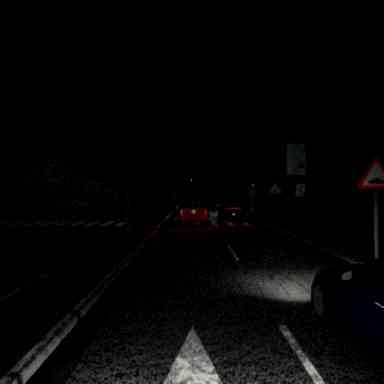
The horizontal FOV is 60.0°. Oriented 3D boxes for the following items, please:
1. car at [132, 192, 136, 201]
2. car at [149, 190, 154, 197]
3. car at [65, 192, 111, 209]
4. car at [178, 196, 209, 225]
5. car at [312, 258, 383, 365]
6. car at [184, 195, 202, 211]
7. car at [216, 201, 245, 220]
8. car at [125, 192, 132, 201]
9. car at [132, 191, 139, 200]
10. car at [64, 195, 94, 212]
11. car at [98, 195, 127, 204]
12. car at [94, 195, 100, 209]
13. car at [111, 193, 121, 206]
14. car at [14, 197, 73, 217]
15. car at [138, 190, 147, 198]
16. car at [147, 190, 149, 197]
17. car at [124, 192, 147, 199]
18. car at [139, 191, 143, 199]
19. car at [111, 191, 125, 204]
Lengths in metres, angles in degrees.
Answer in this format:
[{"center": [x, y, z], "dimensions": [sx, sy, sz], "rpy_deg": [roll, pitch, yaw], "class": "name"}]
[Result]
[{"center": [-13.813, 1.213, 63.830], "dimensions": [4.674, 1.452, 2.002], "rpy_deg": [-1, 1, -20], "class": "car"}, {"center": [-13.819, 0.533, 87.812], "dimensions": [5.566, 2.045, 2.435], "rpy_deg": [-1, 1, -20], "class": "car"}, {"center": [-13.805, 1.160, 42.823], "dimensions": [5.566, 2.045, 2.435], "rpy_deg": [-1, 0, -20], "class": "car"}, {"center": [0.105, 1.318, 23.839], "dimensions": [2.097, 1.767, 4.553], "rpy_deg": [0, 0, 0], "class": "car"}, {"center": [3.100, 1.519, 4.208], "dimensions": [1.812, 1.442, 4.674], "rpy_deg": [0, 0, 0], "class": "car"}, {"center": [0.107, 1.282, 40.413], "dimensions": [2.097, 1.767, 4.553], "rpy_deg": [0, 0, 0], "class": "car"}, {"center": [3.105, 1.452, 27.267], "dimensions": [2.128, 1.511, 4.902], "rpy_deg": [0, 0, 0], "class": "car"}, {"center": [-13.845, 1.095, 60.817], "dimensions": [4.553, 1.767, 2.185], "rpy_deg": [-1, 1, -20], "class": "car"}, {"center": [-13.801, 1.122, 66.829], "dimensions": [5.008, 1.535, 2.097], "rpy_deg": [-1, 1, -20], "class": "car"}, {"center": [-14.005, 1.433, 36.732], "dimensions": [5.366, 1.575, 1.946], "rpy_deg": [-1, 0, -20], "class": "car"}, {"center": [-13.818, 1.307, 57.831], "dimensions": [4.674, 1.452, 2.002], "rpy_deg": [-1, 0, -20], "class": "car"}, {"center": [-13.835, 1.463, 39.805], "dimensions": [4.674, 1.452, 2.002], "rpy_deg": [-1, 0, -20], "class": "car"}, {"center": [-13.651, 1.360, 48.879], "dimensions": [5.366, 1.575, 1.946], "rpy_deg": [-1, 0, -20], "class": "car"}, {"center": [-13.812, 1.475, 30.809], "dimensions": [4.792, 1.488, 2.163], "rpy_deg": [-1, 0, -20], "class": "car"}, {"center": [-13.780, 0.715, 75.844], "dimensions": [5.566, 2.045, 2.435], "rpy_deg": [-1, 1, -20], "class": "car"}, {"center": [-13.624, 0.910, 78.899], "dimensions": [5.366, 1.575, 1.946], "rpy_deg": [-1, 1, -20], "class": "car"}, {"center": [-13.969, 0.871, 81.765], "dimensions": [5.366, 1.575, 1.946], "rpy_deg": [-1, 1, -20], "class": "car"}, {"center": [-13.777, 1.046, 72.845], "dimensions": [4.792, 1.488, 2.163], "rpy_deg": [-1, 1, -20], "class": "car"}, {"center": [-13.849, 1.086, 51.804], "dimensions": [5.566, 2.045, 2.435], "rpy_deg": [-1, 1, -20], "class": "car"}]
